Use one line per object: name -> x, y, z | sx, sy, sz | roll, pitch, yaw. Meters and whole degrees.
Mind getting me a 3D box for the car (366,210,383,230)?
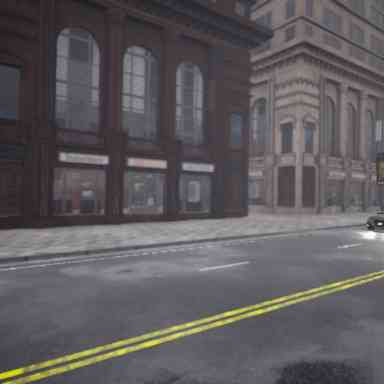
car -> 12.686, 1.710, 20.716 | 4.181, 1.385, 1.994 | 0, 0, -35
